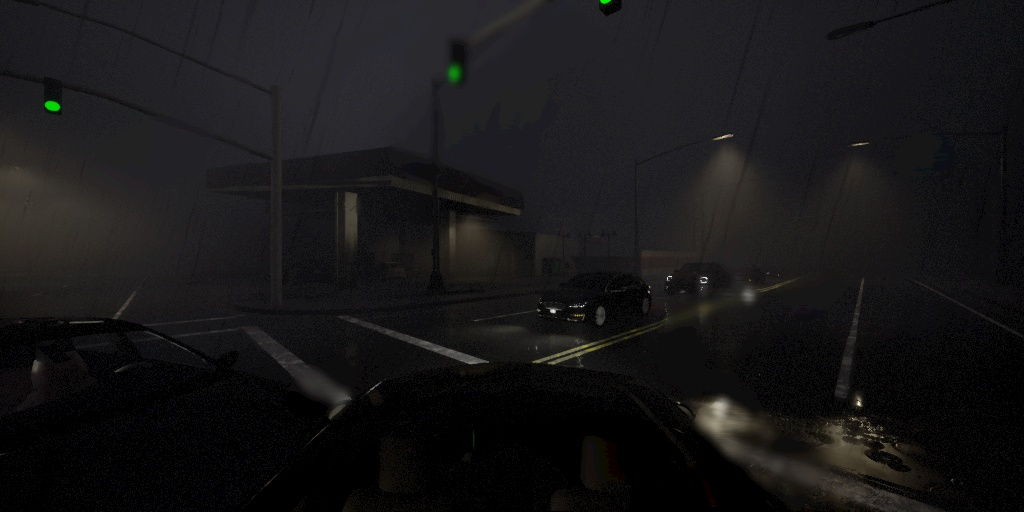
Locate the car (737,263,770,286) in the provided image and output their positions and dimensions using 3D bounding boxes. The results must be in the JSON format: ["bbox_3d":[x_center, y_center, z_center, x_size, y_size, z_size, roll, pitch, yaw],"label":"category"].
[{"bbox_3d":[16.495,1.314,25.349,1.994,1.385,4.181,0,0,44],"label":"car"}]

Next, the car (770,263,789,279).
[{"bbox_3d":[23.586,1.314,32.446,4.181,1.385,1.994,0,0,-45],"label":"car"}]

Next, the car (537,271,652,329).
[{"bbox_3d":[2.812,1.255,11.510,1.837,1.490,4.892,0,0,44],"label":"car"}]

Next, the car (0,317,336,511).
[{"bbox_3d":[-3.435,1.242,2.455,4.902,1.511,2.128,0,0,15],"label":"car"}]

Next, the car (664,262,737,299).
[{"bbox_3d":[9.610,1.102,18.397,2.097,1.767,4.553,0,0,45],"label":"car"}]
